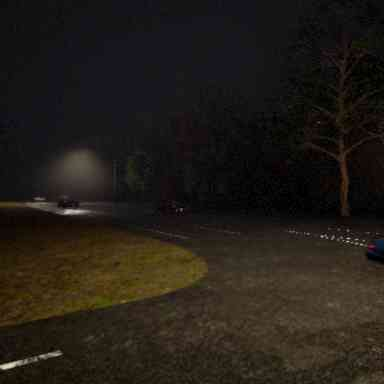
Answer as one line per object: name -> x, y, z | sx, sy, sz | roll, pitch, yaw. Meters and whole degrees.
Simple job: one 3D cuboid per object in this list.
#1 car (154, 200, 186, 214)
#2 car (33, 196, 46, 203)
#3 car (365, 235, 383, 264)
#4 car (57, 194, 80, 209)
car -> -2.344, 1.547, 35.135 | 1.812, 1.442, 4.674 | 1, 0, -34
car -> -28.913, 1.363, 62.997 | 1.895, 1.301, 4.718 | 1, 0, -28
car -> 7.377, 1.651, 8.377 | 2.033, 1.411, 5.357 | 1, 0, -35
car -> -15.849, 1.384, 42.633 | 2.128, 1.511, 4.902 | 1, 0, -34
